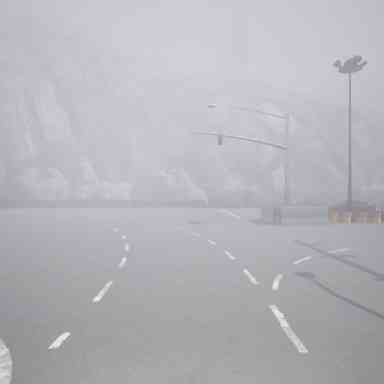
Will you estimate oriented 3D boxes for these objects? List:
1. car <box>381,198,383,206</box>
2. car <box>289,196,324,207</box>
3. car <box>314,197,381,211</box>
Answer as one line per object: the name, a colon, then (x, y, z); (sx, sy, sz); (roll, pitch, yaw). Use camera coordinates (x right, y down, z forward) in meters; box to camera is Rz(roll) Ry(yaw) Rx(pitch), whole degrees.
car: (24.662, 1.409, 41.544); (4.902, 1.511, 2.128); (0, 0, -3)
car: (14.294, 1.267, 41.011); (4.553, 1.767, 2.097); (0, 0, -3)
car: (14.209, 1.442, 30.503); (4.892, 1.490, 1.837); (0, 0, -3)
